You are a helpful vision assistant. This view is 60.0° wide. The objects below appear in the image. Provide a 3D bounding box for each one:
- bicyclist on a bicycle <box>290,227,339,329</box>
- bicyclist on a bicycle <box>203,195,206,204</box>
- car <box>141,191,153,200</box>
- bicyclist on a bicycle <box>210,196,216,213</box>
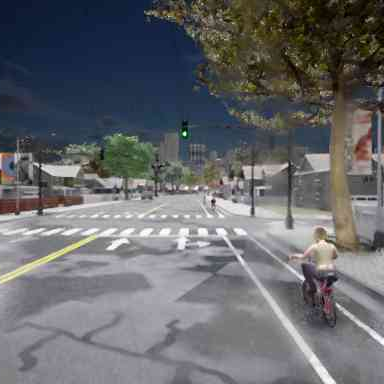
[{"bbox_3d":[2.270,1.436,5.976,0.866,1.612,1.509,0,0,0],"label":"bicyclist on a bicycle"},{"bbox_3d":[2.258,1.398,60.177,0.582,1.620,1.656,0,0,0],"label":"bicyclist on a bicycle"},{"bbox_3d":[-9.740,0.765,72.646,2.150,2.045,5.566,0,0,0],"label":"car"},{"bbox_3d":[2.256,1.351,35.236,0.659,1.776,1.843,0,0,0],"label":"bicyclist on a bicycle"}]
